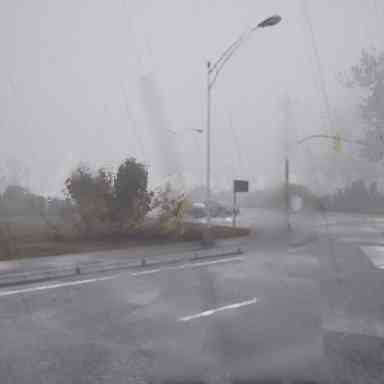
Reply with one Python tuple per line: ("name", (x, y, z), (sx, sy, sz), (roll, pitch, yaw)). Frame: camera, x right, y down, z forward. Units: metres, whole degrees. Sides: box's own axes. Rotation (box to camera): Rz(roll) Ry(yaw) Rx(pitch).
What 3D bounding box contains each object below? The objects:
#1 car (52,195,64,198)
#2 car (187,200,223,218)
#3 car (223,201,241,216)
("car", (-34.385, 1.449, 87.144), (2.097, 1.767, 4.553), (0, 0, -35))
("car", (0.393, 1.607, 30.910), (1.812, 1.442, 4.674), (0, 0, -39))
("car", (2.752, 1.602, 33.564), (1.837, 1.490, 4.892), (0, 0, -39))
